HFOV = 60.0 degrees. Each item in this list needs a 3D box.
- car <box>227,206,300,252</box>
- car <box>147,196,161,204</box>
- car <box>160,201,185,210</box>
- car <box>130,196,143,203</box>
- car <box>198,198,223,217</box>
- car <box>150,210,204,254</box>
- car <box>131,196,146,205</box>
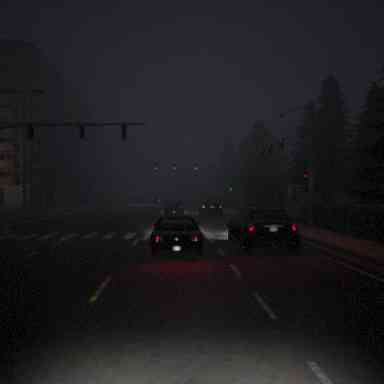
[{"bbox_3d":[2.832,1.375,14.131,2.097,1.767,4.553,0,0,-3],"label":"car"},{"bbox_3d":[-7.371,1.553,67.417,2.097,1.767,4.553,0,0,-3],"label":"car"},{"bbox_3d":[-1.753,1.596,32.757,2.128,1.511,4.902,0,0,-3],"label":"car"},{"bbox_3d":[-13.690,1.798,81.248,2.033,1.411,5.357,0,0,-22],"label":"car"},{"bbox_3d":[1.754,1.429,32.683,2.097,1.767,4.553,-1,0,-3],"label":"car"},{"bbox_3d":[-0.638,1.637,13.569,1.895,1.301,4.718,0,0,-3],"label":"car"},{"bbox_3d":[-10.799,1.563,65.931,2.097,1.767,4.553,0,0,-3],"label":"car"}]
